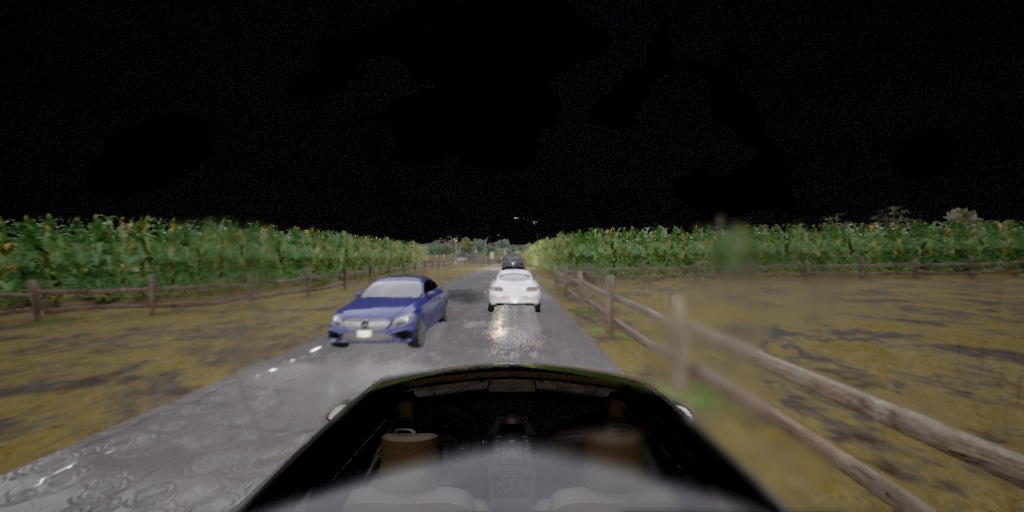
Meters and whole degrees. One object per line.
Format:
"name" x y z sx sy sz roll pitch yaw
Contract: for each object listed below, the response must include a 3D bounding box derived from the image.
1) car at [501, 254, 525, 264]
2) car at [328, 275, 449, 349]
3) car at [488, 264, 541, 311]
"car" 0.112 0.835 36.187 2.150 2.045 5.566 0 0 0
"car" -2.816 1.229 9.184 1.812 1.442 4.674 0 0 0
"car" 0.095 1.204 13.850 1.812 1.442 4.674 0 0 0
